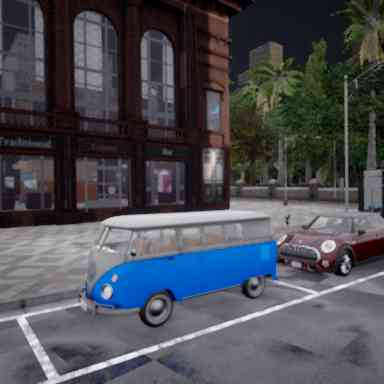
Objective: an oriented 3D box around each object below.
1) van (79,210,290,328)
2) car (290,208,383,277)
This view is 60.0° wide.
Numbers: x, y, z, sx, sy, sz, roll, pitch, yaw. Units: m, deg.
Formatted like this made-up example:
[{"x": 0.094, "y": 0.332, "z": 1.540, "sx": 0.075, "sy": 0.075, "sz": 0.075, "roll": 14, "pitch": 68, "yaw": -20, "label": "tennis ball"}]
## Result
[{"x": -0.065, "y": 1.301, "z": 6.641, "sx": 3.998, "sy": 1.788, "sz": 1.690, "roll": -1, "pitch": 0, "yaw": -36, "label": "van"}, {"x": 4.321, "y": 1.342, "z": 9.836, "sx": 4.097, "sy": 1.590, "sz": 1.967, "roll": -1, "pitch": 0, "yaw": -36, "label": "car"}]
